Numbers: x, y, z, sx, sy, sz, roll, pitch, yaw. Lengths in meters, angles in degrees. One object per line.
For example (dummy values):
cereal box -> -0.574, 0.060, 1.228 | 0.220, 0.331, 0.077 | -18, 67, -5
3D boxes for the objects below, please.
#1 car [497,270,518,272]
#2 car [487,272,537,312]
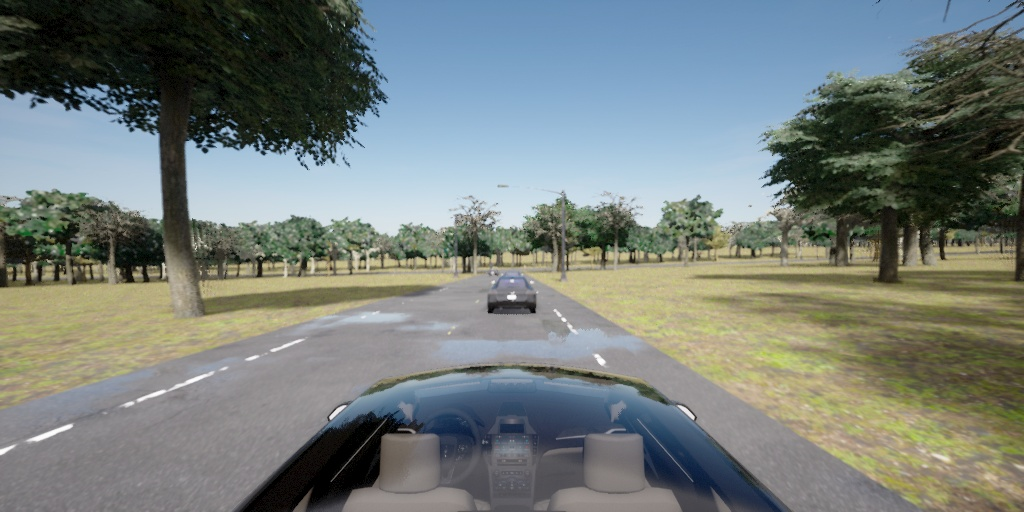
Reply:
car -> 0.025, 1.970, 30.403 | 1.994, 1.385, 4.181 | 0, -2, 1
car -> 0.021, 1.544, 15.395 | 1.994, 1.385, 4.181 | 0, -1, 1
